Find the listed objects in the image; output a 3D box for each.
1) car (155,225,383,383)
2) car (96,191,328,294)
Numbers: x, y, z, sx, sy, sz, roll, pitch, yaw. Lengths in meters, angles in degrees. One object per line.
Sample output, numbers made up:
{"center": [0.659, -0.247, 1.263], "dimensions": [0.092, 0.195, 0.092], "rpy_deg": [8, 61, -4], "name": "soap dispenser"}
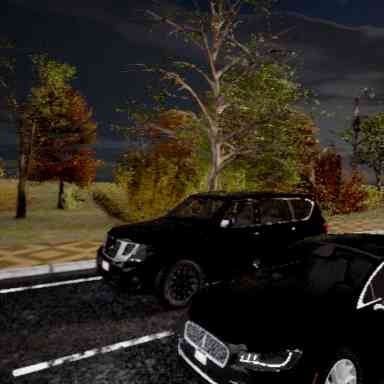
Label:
{"center": [2.142, 1.402, 4.620], "dimensions": [4.892, 1.490, 1.837], "rpy_deg": [0, 2, -32], "name": "car"}
{"center": [0.756, 1.005, 7.588], "dimensions": [5.566, 2.045, 2.150], "rpy_deg": [0, 2, -32], "name": "car"}
